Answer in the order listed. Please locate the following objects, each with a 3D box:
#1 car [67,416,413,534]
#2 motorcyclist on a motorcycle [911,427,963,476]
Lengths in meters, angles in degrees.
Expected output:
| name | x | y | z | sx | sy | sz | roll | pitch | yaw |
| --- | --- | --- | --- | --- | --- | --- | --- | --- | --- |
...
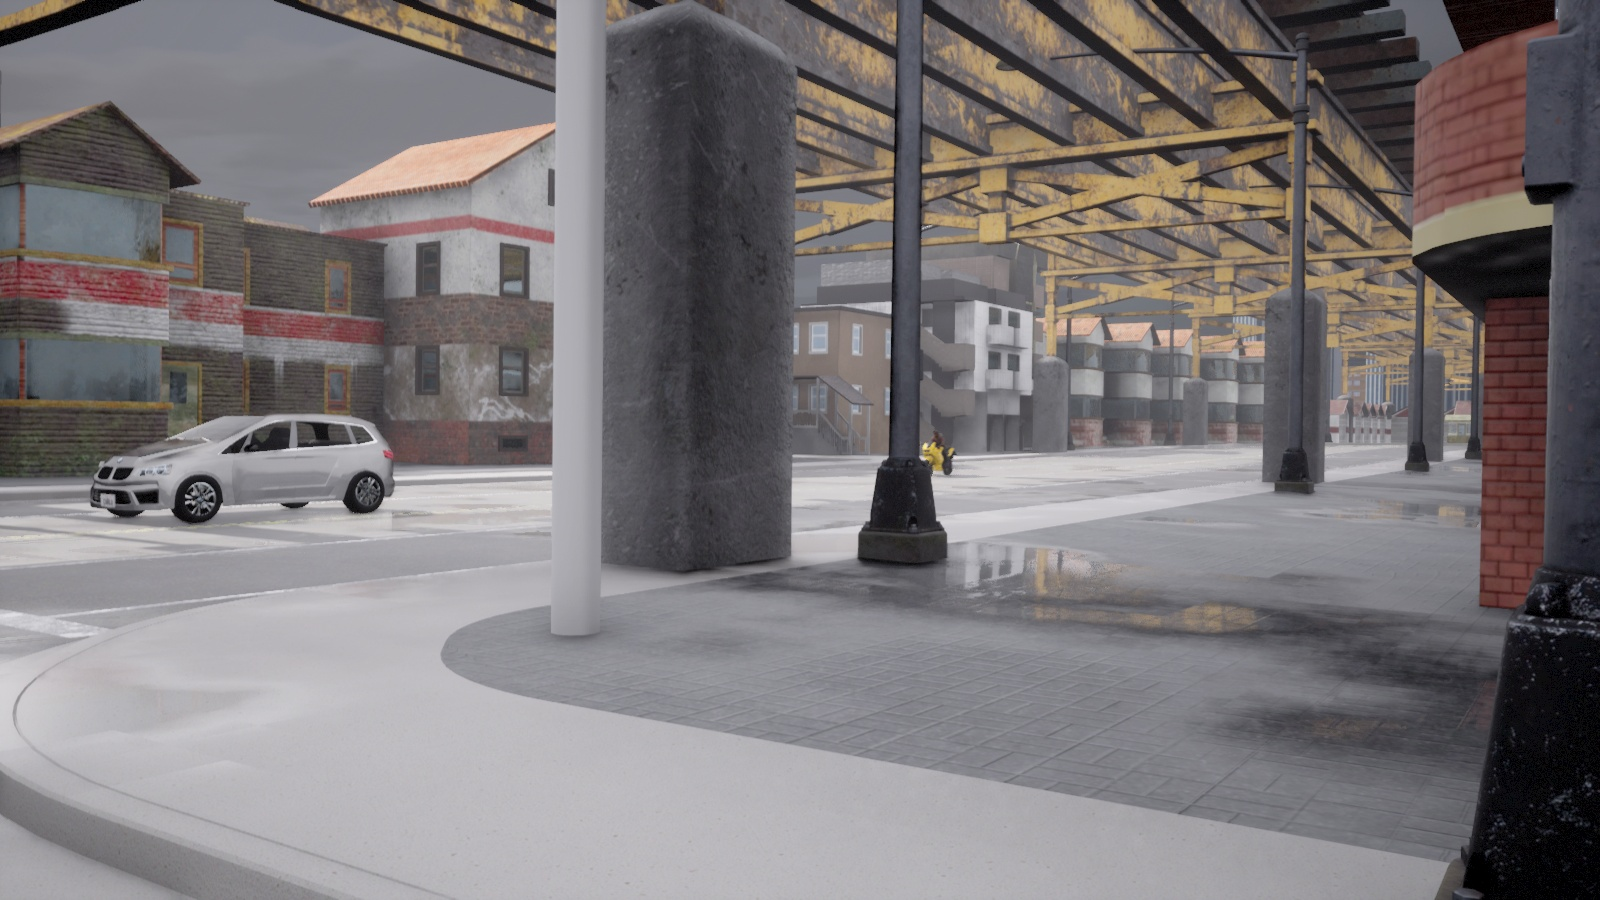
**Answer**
| name | x | y | z | sx | sy | sz | roll | pitch | yaw |
| --- | --- | --- | --- | --- | --- | --- | --- | --- | --- |
| car | -8.883 | 0.315 | 20.318 | 2.242 | 1.667 | 4.611 | 0 | 1 | 34 |
| motorcyclist on a motorcycle | 4.436 | 0.026 | 40.576 | 0.797 | 1.523 | 2.044 | 0 | 1 | 33 |
